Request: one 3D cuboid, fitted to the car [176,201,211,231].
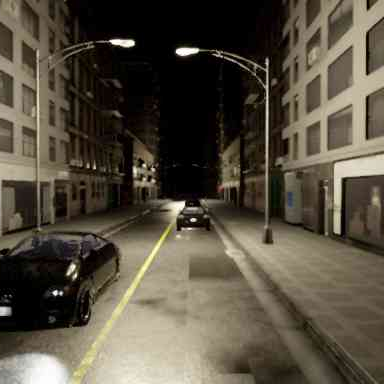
[{"bbox_3d":[0.084,1.491,20.267,1.994,1.385,4.181,0,0,0],"label":"car"}]

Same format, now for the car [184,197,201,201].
[{"bbox_3d":[0.076,1.357,39.552,2.128,1.511,4.902,0,0,0],"label":"car"}]

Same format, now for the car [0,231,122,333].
[{"bbox_3d":[-2.753,1.538,6.821,1.994,1.385,4.181,0,0,0],"label":"car"}]
